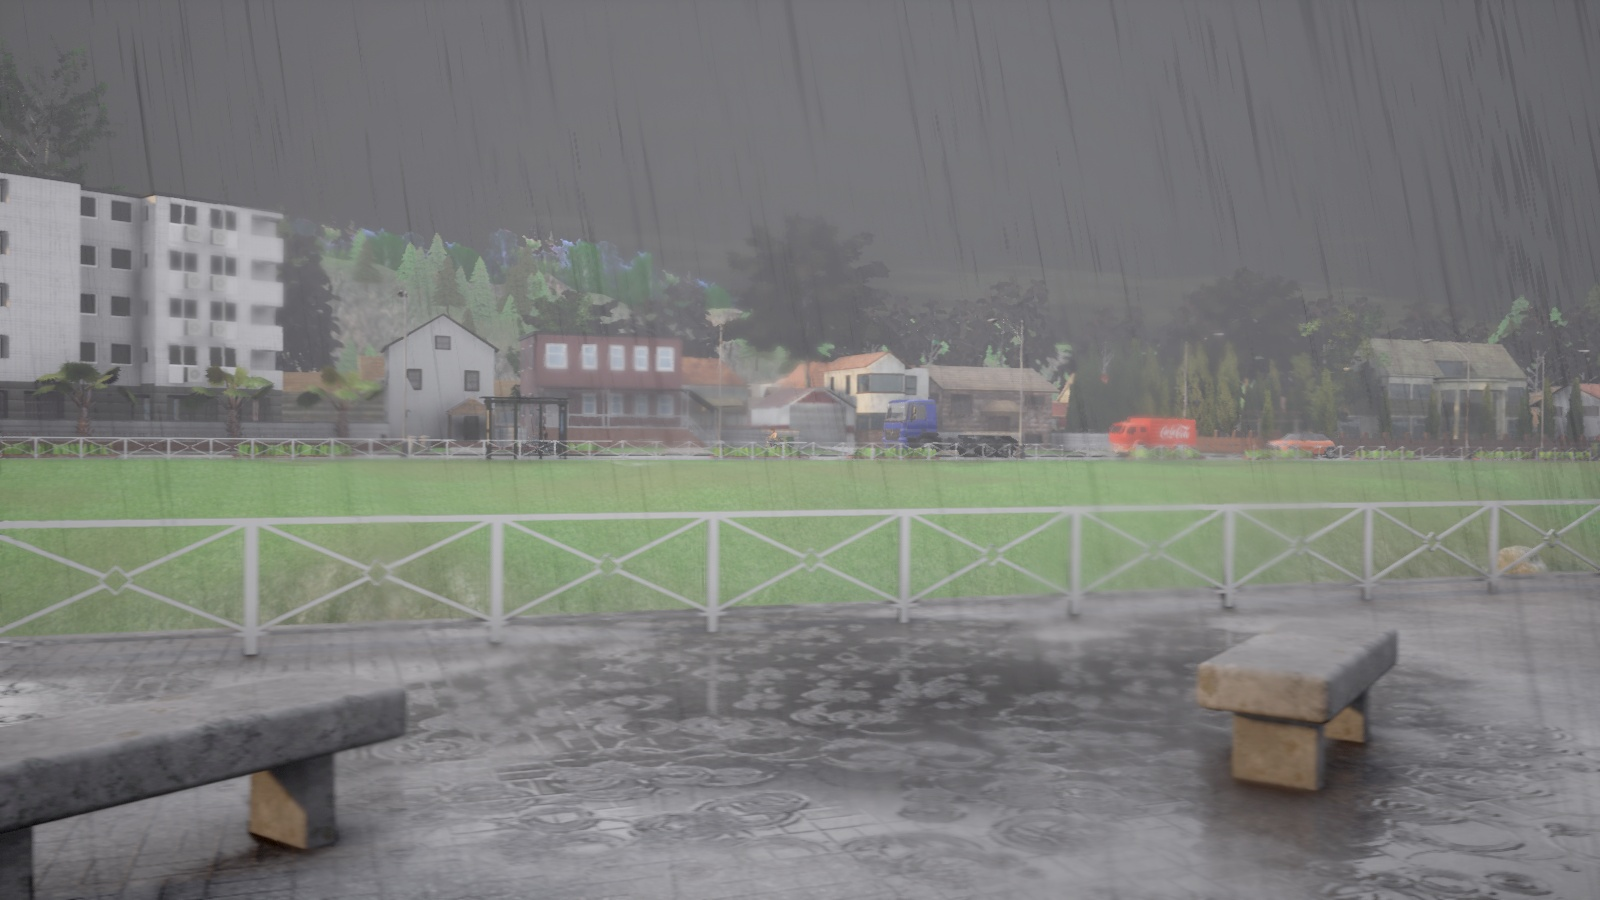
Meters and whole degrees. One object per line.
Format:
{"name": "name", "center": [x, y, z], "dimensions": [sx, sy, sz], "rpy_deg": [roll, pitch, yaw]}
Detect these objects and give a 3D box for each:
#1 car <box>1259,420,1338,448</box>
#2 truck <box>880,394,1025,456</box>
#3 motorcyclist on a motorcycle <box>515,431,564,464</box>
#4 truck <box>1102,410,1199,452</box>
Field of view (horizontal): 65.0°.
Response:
{"name": "car", "center": [32.626, -1.033, 82.150], "dimensions": [4.553, 1.767, 2.097], "rpy_deg": [-1, 1, -21]}
{"name": "truck", "center": [8.895, -1.470, 73.136], "dimensions": [7.936, 3.462, 2.891], "rpy_deg": [-1, 1, -21]}
{"name": "motorcyclist on a motorcycle", "center": [-13.439, -0.159, 64.674], "dimensions": [2.350, 1.649, 0.766], "rpy_deg": [-1, 1, -21]}
{"name": "truck", "center": [21.766, -1.194, 78.026], "dimensions": [5.204, 2.467, 2.627], "rpy_deg": [-1, 1, -21]}
